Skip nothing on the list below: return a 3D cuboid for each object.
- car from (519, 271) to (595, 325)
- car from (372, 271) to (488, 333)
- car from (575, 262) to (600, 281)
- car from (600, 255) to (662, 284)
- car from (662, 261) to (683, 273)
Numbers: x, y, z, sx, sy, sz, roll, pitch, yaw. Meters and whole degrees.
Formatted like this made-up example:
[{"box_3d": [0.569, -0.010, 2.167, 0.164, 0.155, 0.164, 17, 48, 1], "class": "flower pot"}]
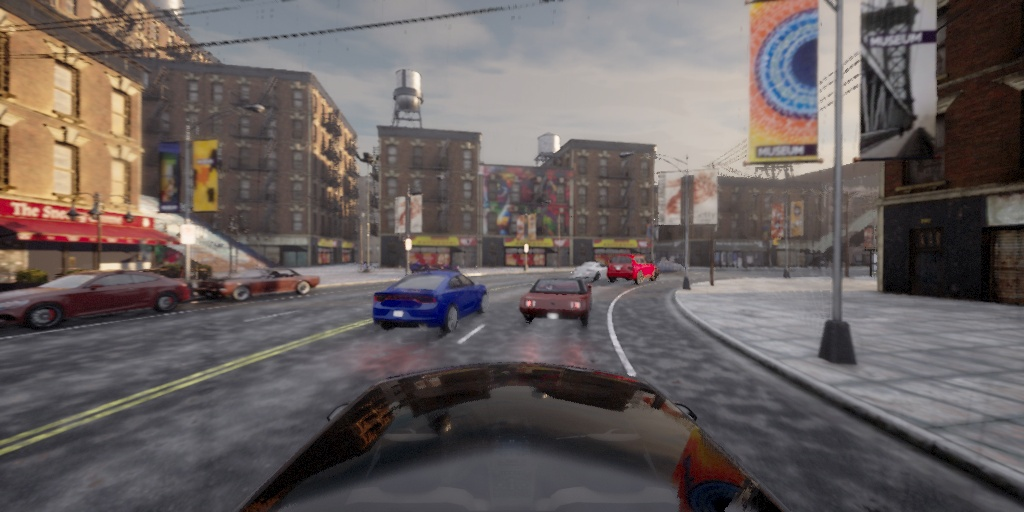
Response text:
[{"box_3d": [1.635, 1.326, 11.783, 1.895, 1.301, 4.718, 0, 0, 14], "class": "car"}, {"box_3d": [-2.150, 1.184, 10.793, 1.882, 1.535, 5.008, 0, 0, 12], "class": "car"}, {"box_3d": [6.741, 1.221, 29.158, 1.812, 1.442, 4.674, 0, 0, 40], "class": "car"}, {"box_3d": [8.961, 0.939, 26.567, 2.150, 2.045, 5.566, 0, 0, 39], "class": "car"}, {"box_3d": [17.153, 1.261, 41.383, 5.357, 1.411, 2.033, 0, 0, -24], "class": "car"}]
